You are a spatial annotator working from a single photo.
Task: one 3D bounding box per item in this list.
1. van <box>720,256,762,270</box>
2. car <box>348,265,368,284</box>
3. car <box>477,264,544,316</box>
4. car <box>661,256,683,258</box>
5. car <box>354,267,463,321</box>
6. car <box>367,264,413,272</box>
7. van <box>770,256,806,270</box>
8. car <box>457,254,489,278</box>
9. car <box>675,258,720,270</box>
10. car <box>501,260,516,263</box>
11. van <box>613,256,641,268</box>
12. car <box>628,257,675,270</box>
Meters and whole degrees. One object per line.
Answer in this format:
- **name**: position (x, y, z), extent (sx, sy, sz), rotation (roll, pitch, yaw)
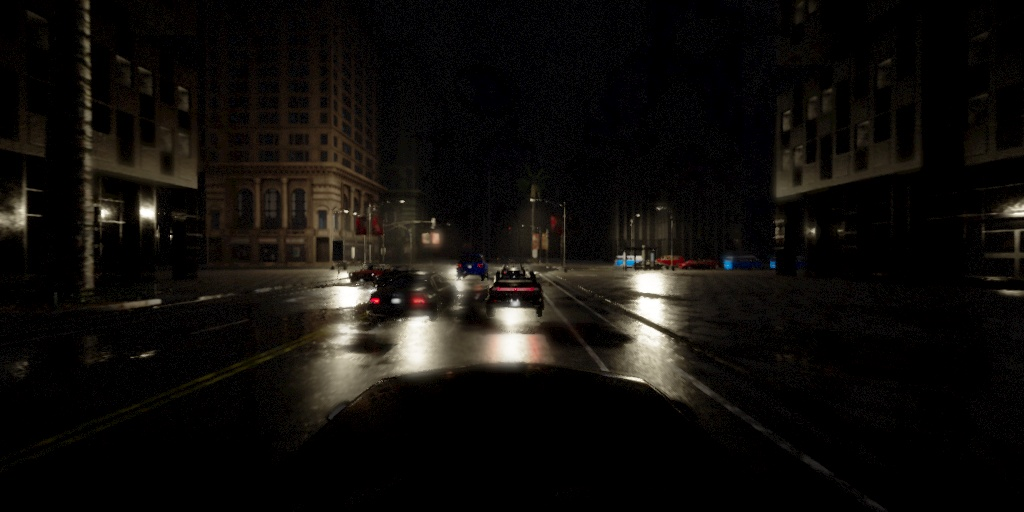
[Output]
- **van**: position (28.437, 0.940, 44.179), extent (3.998, 1.789, 1.690), rotation (0, 0, 0)
- **car**: position (-9.827, 1.271, 25.665), extent (1.895, 1.301, 4.718), rotation (0, 0, 0)
- **car**: position (0.103, 1.203, 13.150), extent (2.128, 1.511, 4.902), rotation (0, 0, 0)
- **car**: position (22.756, 0.865, 52.703), extent (5.009, 1.841, 2.192), rotation (0, 0, 0)
- **car**: position (-3.146, 1.262, 12.265), extent (2.033, 1.411, 5.357), rotation (0, 0, 0)
- **car**: position (-6.588, 1.249, 21.247), extent (1.994, 1.385, 4.181), rotation (0, 0, 0)
- **van**: position (34.113, 0.938, 44.179), extent (3.998, 1.789, 1.690), rotation (0, 0, 0)
- **car**: position (-3.144, 0.879, 29.303), extent (2.150, 2.045, 5.566), rotation (0, 0, 0)
- **car**: position (22.759, 1.185, 44.178), extent (4.207, 1.307, 1.802), rotation (0, 0, 0)
- **car**: position (0.086, 1.261, 28.889), extent (1.895, 1.301, 4.718), rotation (0, 0, 0)
- **van**: position (17.079, 0.895, 52.702), extent (3.998, 1.789, 1.690), rotation (0, 0, 0)
- **car**: position (17.081, 1.157, 44.177), extent (4.403, 1.370, 2.007), rotation (0, 0, 0)
